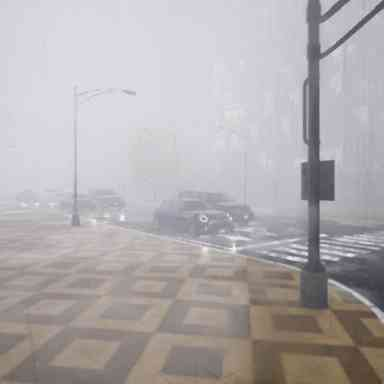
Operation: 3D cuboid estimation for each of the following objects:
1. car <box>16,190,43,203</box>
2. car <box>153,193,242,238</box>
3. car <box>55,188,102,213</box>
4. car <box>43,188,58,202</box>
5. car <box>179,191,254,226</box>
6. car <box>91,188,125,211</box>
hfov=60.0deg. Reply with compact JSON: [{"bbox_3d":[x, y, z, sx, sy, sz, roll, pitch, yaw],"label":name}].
[{"bbox_3d":[-22.175,0.478,44.775,2.097,1.767,4.553,0,1,-38],"label":"car"},{"bbox_3d":[-0.039,1.126,16.521,2.097,1.767,4.553,0,1,-38],"label":"car"},{"bbox_3d":[-10.005,0.830,29.146,2.097,1.767,4.553,0,1,-38],"label":"car"},{"bbox_3d":[-19.583,0.412,46.735,2.150,2.045,5.566,0,1,-38],"label":"car"},{"bbox_3d":[1.152,0.952,20.216,2.150,2.045,5.566,0,1,-40],"label":"car"},{"bbox_3d":[-8.664,0.653,32.690,2.150,2.045,5.566,0,2,-38],"label":"car"}]
